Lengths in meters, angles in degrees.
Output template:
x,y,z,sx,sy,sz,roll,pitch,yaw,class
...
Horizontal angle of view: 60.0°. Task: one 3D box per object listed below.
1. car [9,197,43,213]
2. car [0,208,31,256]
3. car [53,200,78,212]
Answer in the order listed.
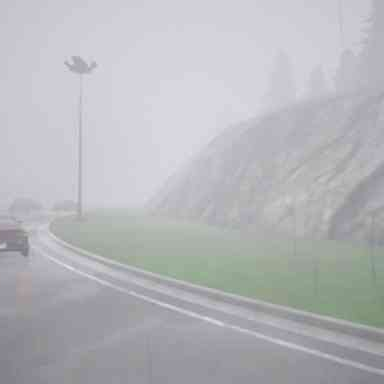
x,y,z,sx,sy,sz,roll,pitch,yaw,class
-18.257,1.416,36.772,2.097,1.767,4.553,0,0,-5,car
-7.345,1.542,12.410,1.812,1.442,4.674,0,0,-36,car
-15.063,1.654,40.072,2.033,1.411,5.357,0,0,-3,car
